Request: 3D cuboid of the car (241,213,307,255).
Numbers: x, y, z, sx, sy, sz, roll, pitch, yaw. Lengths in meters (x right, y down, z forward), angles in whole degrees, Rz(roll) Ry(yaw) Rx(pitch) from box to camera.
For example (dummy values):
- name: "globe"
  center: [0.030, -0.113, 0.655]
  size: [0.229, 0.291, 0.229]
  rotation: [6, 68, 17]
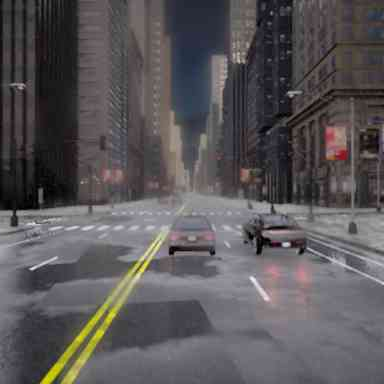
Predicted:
- name: "car"
  center: [3.249, 1.622, 13.886]
  size: [2.128, 1.511, 4.902]
  rotation: [0, -1, 0]

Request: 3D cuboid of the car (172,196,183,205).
- name: "car"
  center: [-3.260, 1.877, 74.289]
  size: [2.150, 2.045, 5.566]
  rotation: [0, 0, 0]

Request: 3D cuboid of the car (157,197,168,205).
- name: "car"
  center: [-6.510, 2.008, 74.347]
  size: [2.097, 1.767, 4.553]
  rotation: [0, 0, 0]

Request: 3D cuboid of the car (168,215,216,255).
- name: "car"
  center: [0.000, 1.678, 13.973]
  size: [2.033, 1.411, 5.357]
  rotation: [0, -1, 0]
